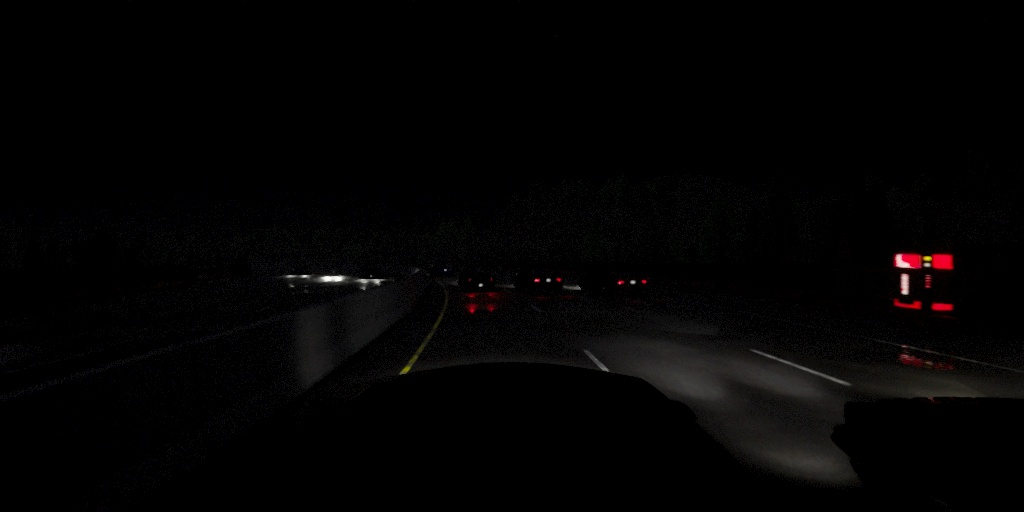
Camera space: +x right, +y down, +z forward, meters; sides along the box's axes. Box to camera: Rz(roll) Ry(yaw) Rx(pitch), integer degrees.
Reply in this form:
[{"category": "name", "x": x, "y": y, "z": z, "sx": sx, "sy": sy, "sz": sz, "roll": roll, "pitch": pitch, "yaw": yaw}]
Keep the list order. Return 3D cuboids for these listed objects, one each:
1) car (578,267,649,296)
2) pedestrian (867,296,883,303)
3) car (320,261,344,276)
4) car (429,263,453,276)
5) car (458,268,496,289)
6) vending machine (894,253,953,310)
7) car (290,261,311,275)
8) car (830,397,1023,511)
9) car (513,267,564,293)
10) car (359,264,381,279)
[{"category": "car", "x": 5.330, "y": 1.308, "z": 19.572, "sx": 2.033, "sy": 1.411, "sz": 5.357, "roll": 0, "pitch": 0, "yaw": -10}, {"category": "pedestrian", "x": 14.093, "y": 1.222, "z": 13.894, "sx": 0.500, "sy": 1.100, "sz": 0.500, "roll": -1, "pitch": 0, "yaw": -7}, {"category": "car", "x": -21.188, "y": 1.544, "z": 42.483, "sx": 2.128, "sy": 1.511, "sz": 4.902, "roll": 0, "pitch": 0, "yaw": -28}, {"category": "car", "x": -7.956, "y": 1.496, "z": 40.091, "sx": 1.994, "sy": 1.385, "sz": 4.181, "roll": 0, "pitch": 0, "yaw": -25}, {"category": "car", "x": -2.410, "y": 1.442, "z": 23.507, "sx": 1.895, "sy": 1.301, "sz": 4.718, "roll": 0, "pitch": 0, "yaw": -14}, {"category": "vending machine", "x": 14.313, "y": 0.893, "z": 12.523, "sx": 1.100, "sy": 2.100, "sz": 0.880, "roll": 0, "pitch": 0, "yaw": -6}, {"category": "car", "x": -26.728, "y": 1.645, "z": 45.171, "sx": 1.812, "sy": 1.442, "sz": 4.674, "roll": 0, "pitch": -1, "yaw": -31}, {"category": "car", "x": 3.495, "y": 1.333, "z": 0.708, "sx": 1.895, "sy": 1.301, "sz": 4.718, "roll": 0, "pitch": 0, "yaw": 0}, {"category": "car", "x": 1.421, "y": 1.337, "z": 21.380, "sx": 2.033, "sy": 1.411, "sz": 5.357, "roll": 0, "pitch": 0, "yaw": -12}, {"category": "car", "x": -14.089, "y": 1.505, "z": 35.732, "sx": 2.033, "sy": 1.411, "sz": 5.357, "roll": 0, "pitch": 0, "yaw": -23}]
